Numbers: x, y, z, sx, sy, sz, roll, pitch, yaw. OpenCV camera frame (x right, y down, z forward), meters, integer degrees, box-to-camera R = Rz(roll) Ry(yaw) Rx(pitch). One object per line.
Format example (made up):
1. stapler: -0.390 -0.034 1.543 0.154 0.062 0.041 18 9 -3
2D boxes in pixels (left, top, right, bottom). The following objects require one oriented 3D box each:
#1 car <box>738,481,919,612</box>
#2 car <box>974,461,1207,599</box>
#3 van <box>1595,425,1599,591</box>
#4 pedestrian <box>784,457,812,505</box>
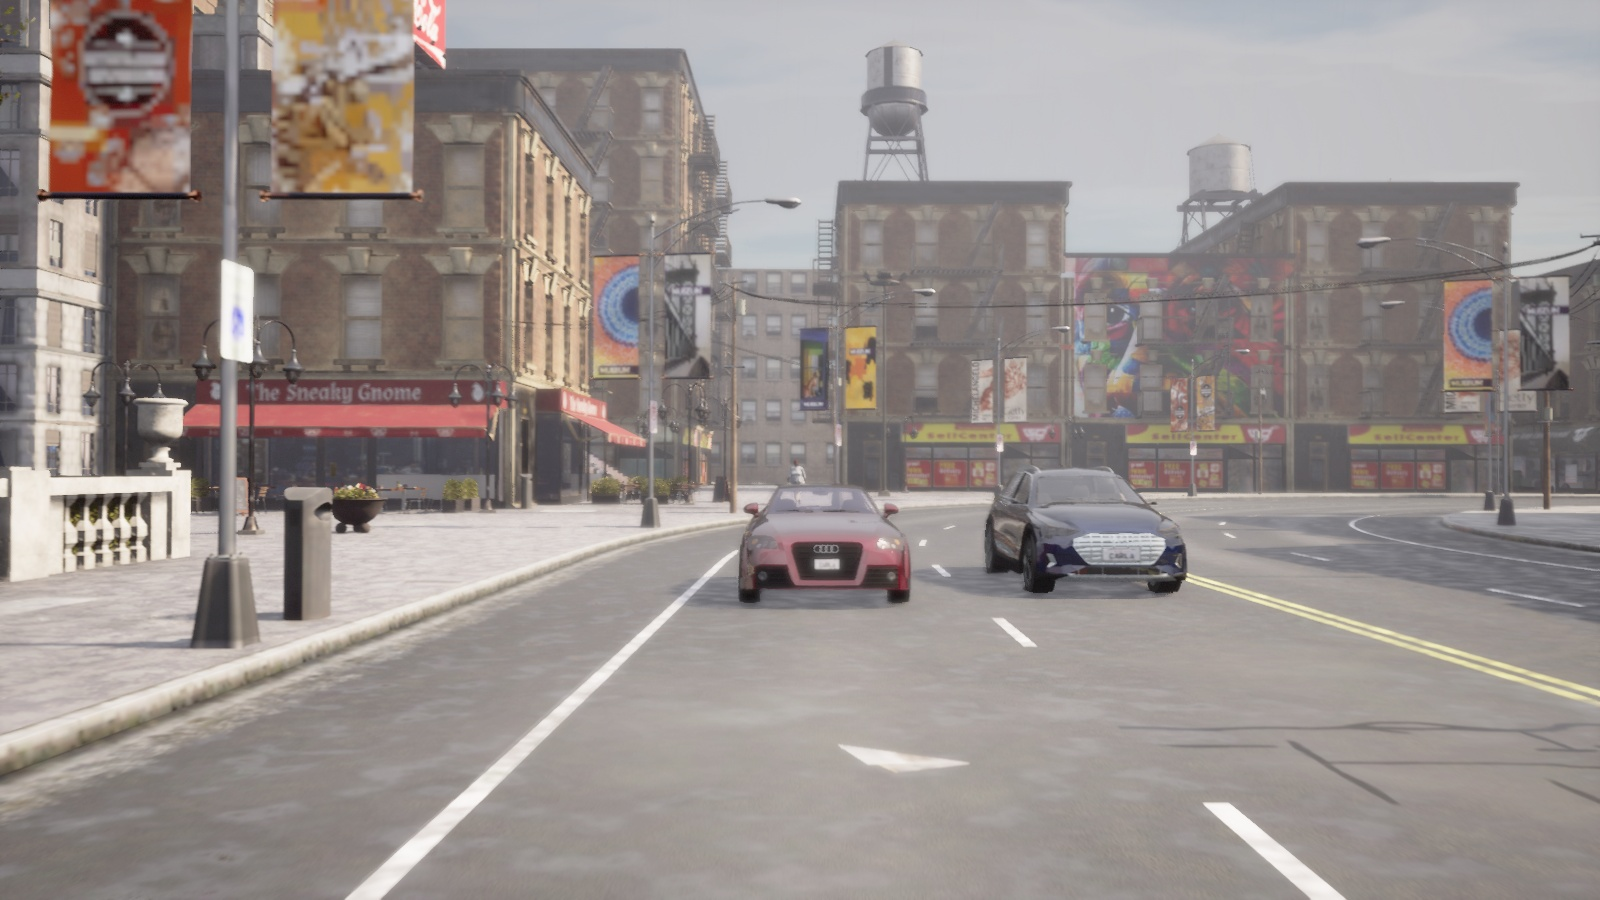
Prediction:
1. car: 0.268 1.116 15.936 1.994 1.385 4.181 0 -1 -1
2. car: 3.830 0.994 17.523 2.033 1.649 4.856 0 -1 -1
3. van: 10.837 0.696 13.281 2.069 2.038 4.480 0 0 1
4. pedestrian: -0.081 1.213 49.121 0.874 1.855 0.900 -1 -1 18
